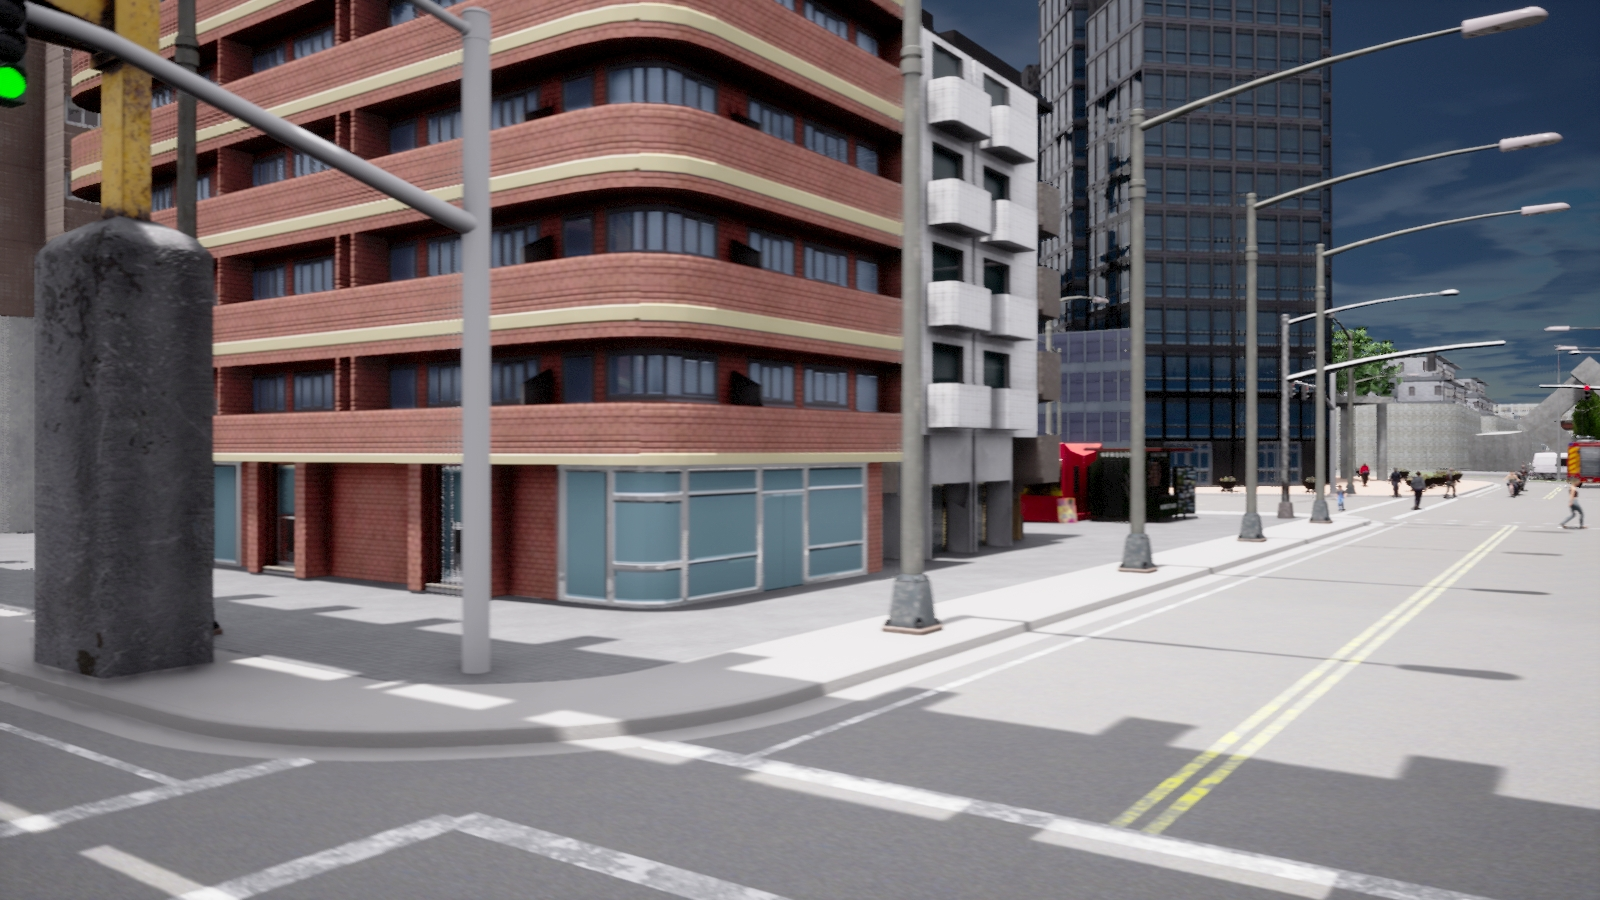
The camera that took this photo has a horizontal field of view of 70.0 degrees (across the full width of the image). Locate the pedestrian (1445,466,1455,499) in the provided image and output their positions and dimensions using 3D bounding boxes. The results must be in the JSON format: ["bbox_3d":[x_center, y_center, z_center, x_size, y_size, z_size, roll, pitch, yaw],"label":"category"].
[{"bbox_3d":[37.430,1.876,65.804,0.375,1.860,0.375,0,0,-7],"label":"pedestrian"}]

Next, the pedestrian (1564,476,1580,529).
[{"bbox_3d":[27.189,1.848,40.238,0.375,1.860,0.375,0,0,19],"label":"pedestrian"}]

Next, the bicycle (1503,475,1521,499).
[{"bbox_3d":[41.363,2.145,66.411,0.859,1.301,1.487,0,0,33],"label":"bicycle"}]

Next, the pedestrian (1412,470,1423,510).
[{"bbox_3d":[28.932,1.883,53.536,0.375,1.860,0.375,0,0,42],"label":"pedestrian"}]

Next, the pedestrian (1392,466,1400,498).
[{"bbox_3d":[35.102,1.887,67.322,0.375,1.860,0.375,0,0,33],"label":"pedestrian"}]

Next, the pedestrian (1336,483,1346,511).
[{"bbox_3d":[25.063,2.174,52.913,0.375,1.300,0.375,0,0,37],"label":"pedestrian"}]
